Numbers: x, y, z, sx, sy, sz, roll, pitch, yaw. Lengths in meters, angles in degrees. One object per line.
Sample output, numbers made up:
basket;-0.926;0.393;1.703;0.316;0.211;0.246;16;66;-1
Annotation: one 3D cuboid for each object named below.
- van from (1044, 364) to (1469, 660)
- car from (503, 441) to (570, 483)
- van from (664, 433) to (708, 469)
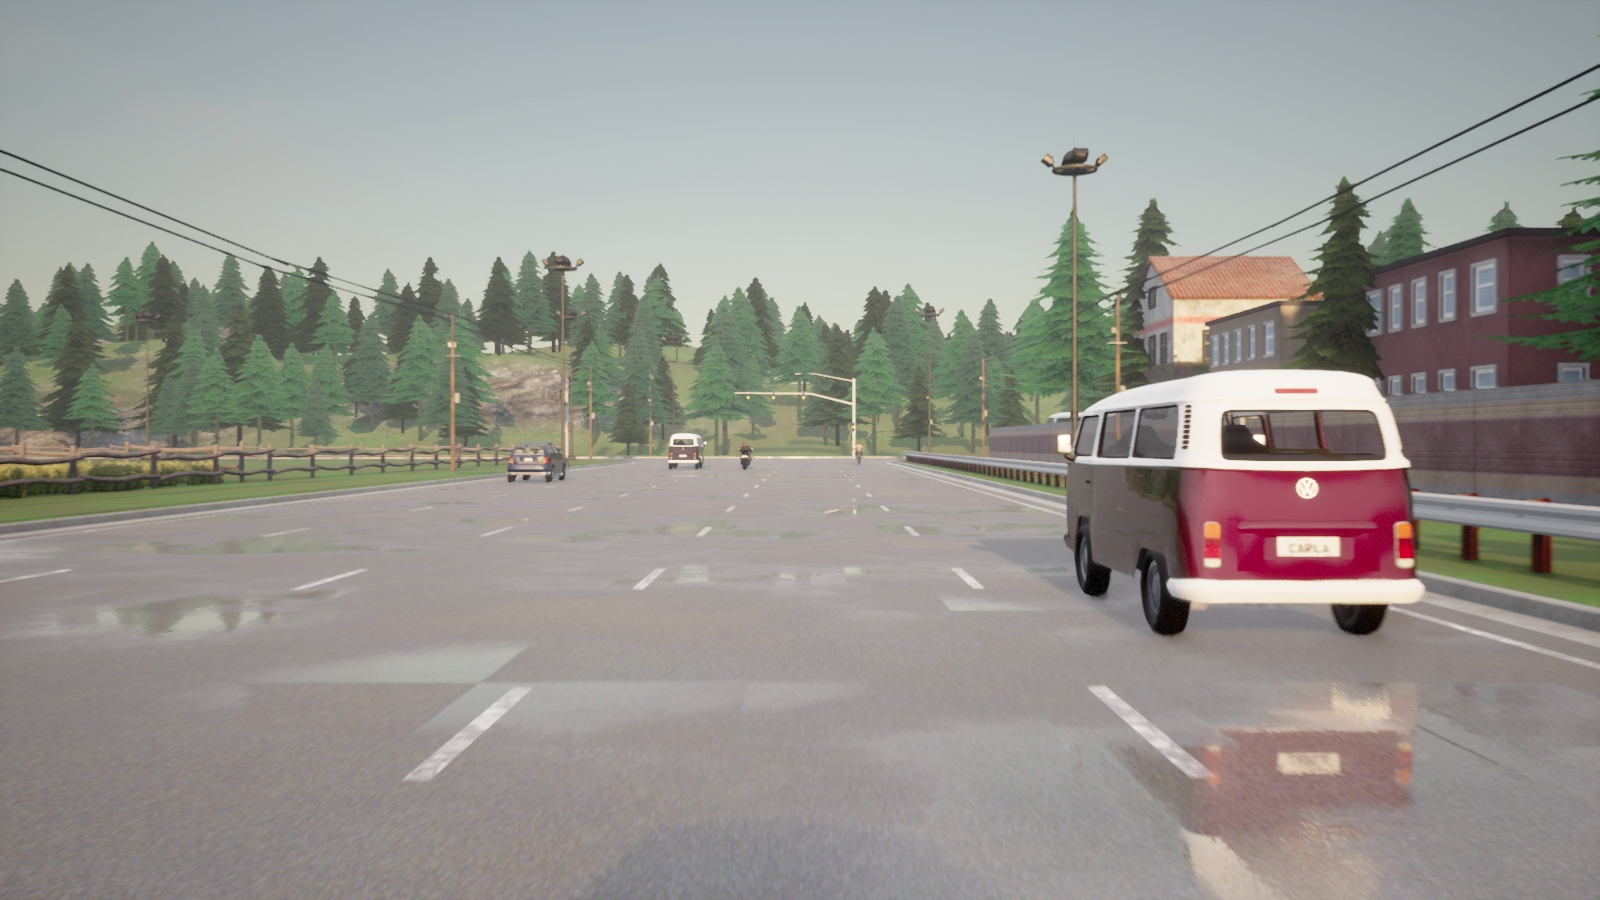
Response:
van;3.577;0.412;10.884;2.069;2.038;4.480;0;0;0
car;-10.209;0.443;48.869;1.789;1.549;3.705;0;0;0
van;-6.573;0.056;72.768;2.069;2.038;4.480;0;0;0
